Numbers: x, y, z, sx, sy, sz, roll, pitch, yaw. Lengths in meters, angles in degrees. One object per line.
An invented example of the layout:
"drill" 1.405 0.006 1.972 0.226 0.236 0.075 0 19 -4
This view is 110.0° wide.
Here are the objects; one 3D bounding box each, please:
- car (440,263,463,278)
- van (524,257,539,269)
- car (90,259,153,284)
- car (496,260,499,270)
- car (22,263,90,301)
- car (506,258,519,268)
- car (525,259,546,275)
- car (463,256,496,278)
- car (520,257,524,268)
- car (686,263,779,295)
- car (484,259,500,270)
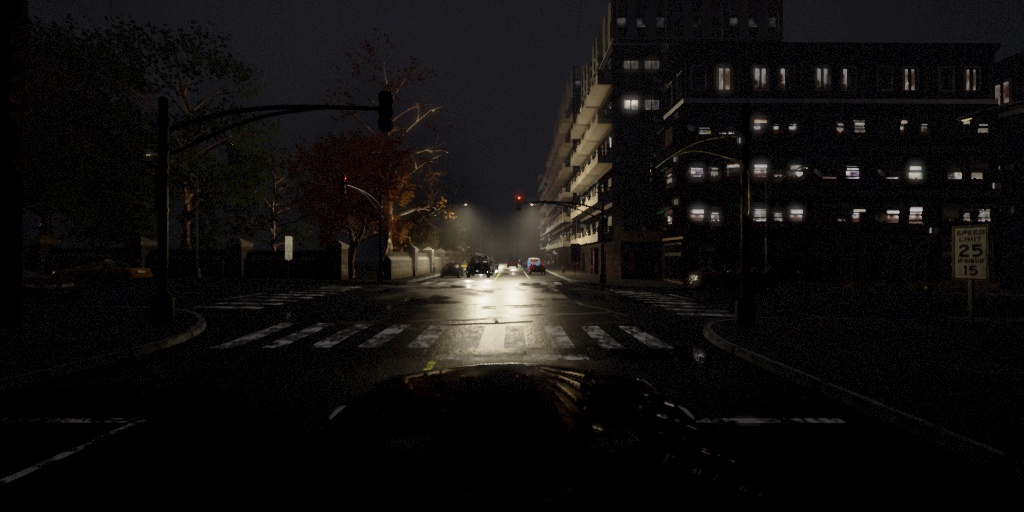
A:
"car" -5.647 1.330 34.332 1.948 1.339 4.313 0 0 0
"van" 2.749 1.116 45.581 1.690 1.789 3.998 0 0 0
"car" -24.717 0.883 21.652 4.829 1.417 1.751 0 0 0
"car" -3.040 1.322 44.871 2.033 1.411 5.357 0 0 0
"car" -18.947 1.007 13.319 4.207 1.307 1.802 0 0 0
"car" 0.080 1.304 62.625 1.837 1.490 4.892 0 0 0
"car" 2.741 1.314 39.951 1.888 1.381 4.507 0 0 0
"car" -3.042 0.986 34.619 2.150 2.045 5.566 0 0 1
"car" 2.764 1.230 56.842 1.967 1.591 4.097 0 0 0
"car" 13.476 1.353 21.966 5.009 1.841 2.192 0 0 0
"car" -3.019 1.279 54.970 2.128 1.511 4.902 0 0 0
